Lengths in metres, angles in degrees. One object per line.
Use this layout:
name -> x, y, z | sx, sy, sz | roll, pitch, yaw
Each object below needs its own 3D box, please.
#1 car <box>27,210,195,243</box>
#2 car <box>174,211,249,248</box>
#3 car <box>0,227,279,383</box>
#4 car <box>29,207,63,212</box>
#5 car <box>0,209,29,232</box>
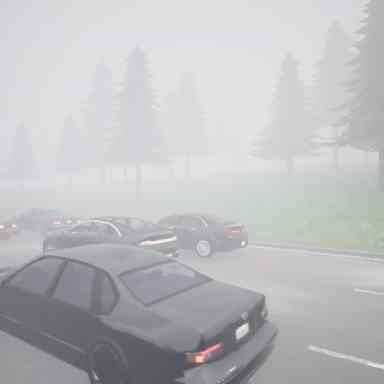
car -> -2.613, 1.492, 10.139 | 4.902, 1.511, 2.128 | 0, 0, 35
car -> -0.231, 1.505, 12.744 | 4.892, 1.490, 1.837 | 0, 0, 35
car -> -1.494, 1.548, 5.053 | 5.357, 1.411, 2.033 | 0, 0, 35
car -> -8.194, 1.547, 18.358 | 5.357, 1.411, 2.033 | 0, 0, 38
car -> -10.303, 1.547, 15.641 | 5.357, 1.411, 2.033 | 0, 0, 33
